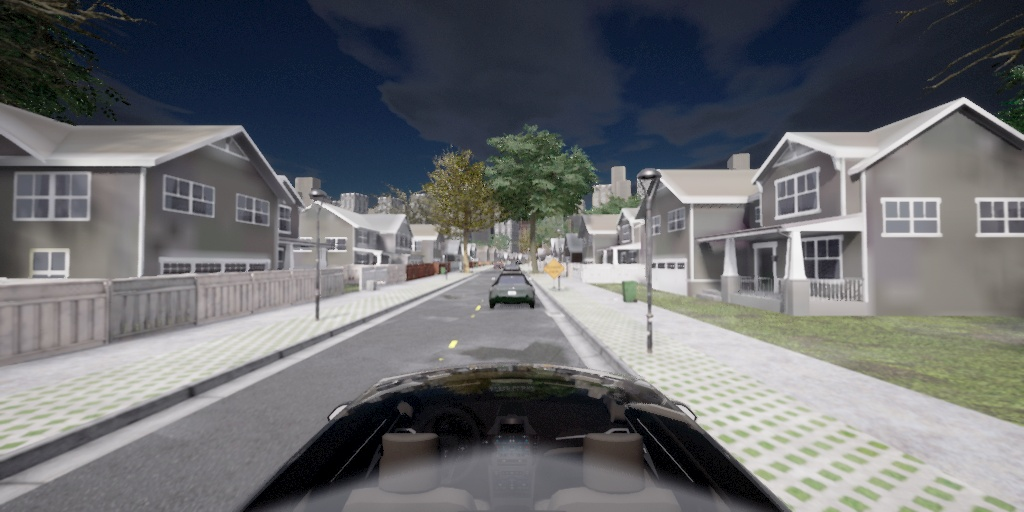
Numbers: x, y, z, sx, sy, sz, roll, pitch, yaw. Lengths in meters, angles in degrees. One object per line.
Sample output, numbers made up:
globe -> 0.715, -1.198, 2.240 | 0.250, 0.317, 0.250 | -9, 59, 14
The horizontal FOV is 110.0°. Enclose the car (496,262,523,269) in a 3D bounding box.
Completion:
car -> 0.004, 1.523, 31.153 | 2.128, 1.511, 4.902 | 0, 0, 0

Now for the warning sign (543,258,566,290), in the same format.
warning sign -> 2.518, 1.051, 21.275 | 1.300, 1.860, 1.060 | 0, 0, 0

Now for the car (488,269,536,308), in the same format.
car -> 0.006, 1.451, 16.159 | 1.994, 1.385, 4.181 | 0, 0, 0
